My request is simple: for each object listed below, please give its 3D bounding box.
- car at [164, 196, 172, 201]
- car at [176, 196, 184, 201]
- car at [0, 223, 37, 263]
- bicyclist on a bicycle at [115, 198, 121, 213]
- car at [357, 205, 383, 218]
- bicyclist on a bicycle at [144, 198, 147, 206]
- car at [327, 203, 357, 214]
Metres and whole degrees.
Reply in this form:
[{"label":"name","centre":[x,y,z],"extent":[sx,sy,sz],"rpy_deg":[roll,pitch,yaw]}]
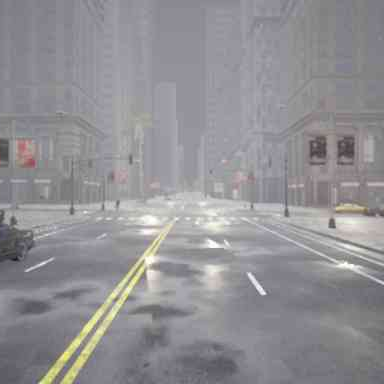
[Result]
[{"label":"car","centre":[-6.543,1.856,90.664],"extent":[1.994,1.385,4.181],"rpy_deg":[0,0,0]},{"label":"car","centre":[-3.294,1.781,90.665],"extent":[1.882,1.535,5.008],"rpy_deg":[0,0,0]},{"label":"car","centre":[-6.605,1.632,9.859],"extent":[2.033,1.411,5.357],"rpy_deg":[0,0,0]},{"label":"bicyclist on a bicycle","centre":[-8.747,1.593,39.101],"extent":[0.659,1.776,1.843],"rpy_deg":[1,0,0]},{"label":"car","centre":[20.714,2.125,35.698],"extent":[4.507,1.381,1.887],"rpy_deg":[1,-1,0]},{"label":"bicyclist on a bicycle","centre":[-8.780,1.940,62.352],"extent":[0.582,1.620,1.656],"rpy_deg":[0,0,0]},{"label":"car","centre":[20.571,2.200,44.226],"extent":[4.829,1.417,1.752],"rpy_deg":[1,-1,0]}]
